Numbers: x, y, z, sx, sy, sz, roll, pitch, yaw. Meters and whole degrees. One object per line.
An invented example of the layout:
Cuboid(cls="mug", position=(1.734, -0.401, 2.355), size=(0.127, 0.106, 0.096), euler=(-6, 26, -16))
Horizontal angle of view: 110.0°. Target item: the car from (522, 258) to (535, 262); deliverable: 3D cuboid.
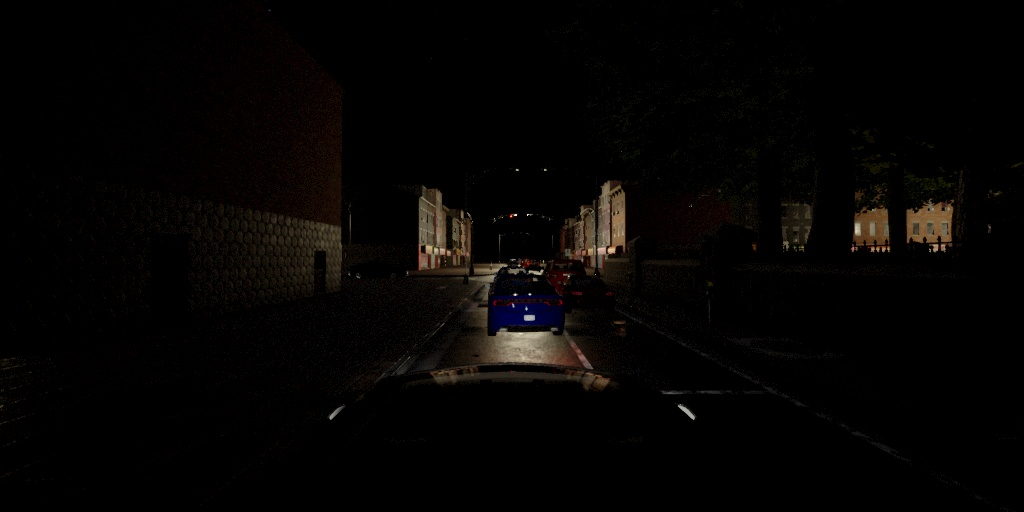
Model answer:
Cuboid(cls="car", position=(2.668, 1.350, 45.389), size=(1.888, 1.381, 4.507), euler=(0, 0, 0))

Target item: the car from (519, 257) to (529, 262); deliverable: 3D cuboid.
Cuboid(cls="car", position=(2.680, 1.395, 61.701), size=(1.888, 1.381, 4.507), euler=(0, 0, 0))

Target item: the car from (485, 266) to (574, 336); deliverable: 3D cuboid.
Cuboid(cls="car", position=(0.230, 1.230, 10.484), size=(1.882, 1.535, 5.008), euler=(0, 0, -4))

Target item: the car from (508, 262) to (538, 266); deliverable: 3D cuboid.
Cuboid(cls="car", position=(0.081, 1.236, 18.007), size=(1.882, 1.535, 5.008), euler=(0, 0, 1))

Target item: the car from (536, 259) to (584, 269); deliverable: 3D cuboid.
Cuboid(cls="car", position=(2.650, 1.074, 18.960), size=(2.192, 1.841, 5.009), euler=(0, 0, 0))

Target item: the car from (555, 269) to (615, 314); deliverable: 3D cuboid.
Cuboid(cls="car", position=(2.646, 1.336, 13.511), size=(1.802, 1.307, 4.207), euler=(0, 0, 0))

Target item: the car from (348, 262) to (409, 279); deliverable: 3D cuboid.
Cuboid(cls="car", position=(-11.307, 1.245, 30.544), size=(4.892, 1.490, 1.837), euler=(0, -1, 0))
